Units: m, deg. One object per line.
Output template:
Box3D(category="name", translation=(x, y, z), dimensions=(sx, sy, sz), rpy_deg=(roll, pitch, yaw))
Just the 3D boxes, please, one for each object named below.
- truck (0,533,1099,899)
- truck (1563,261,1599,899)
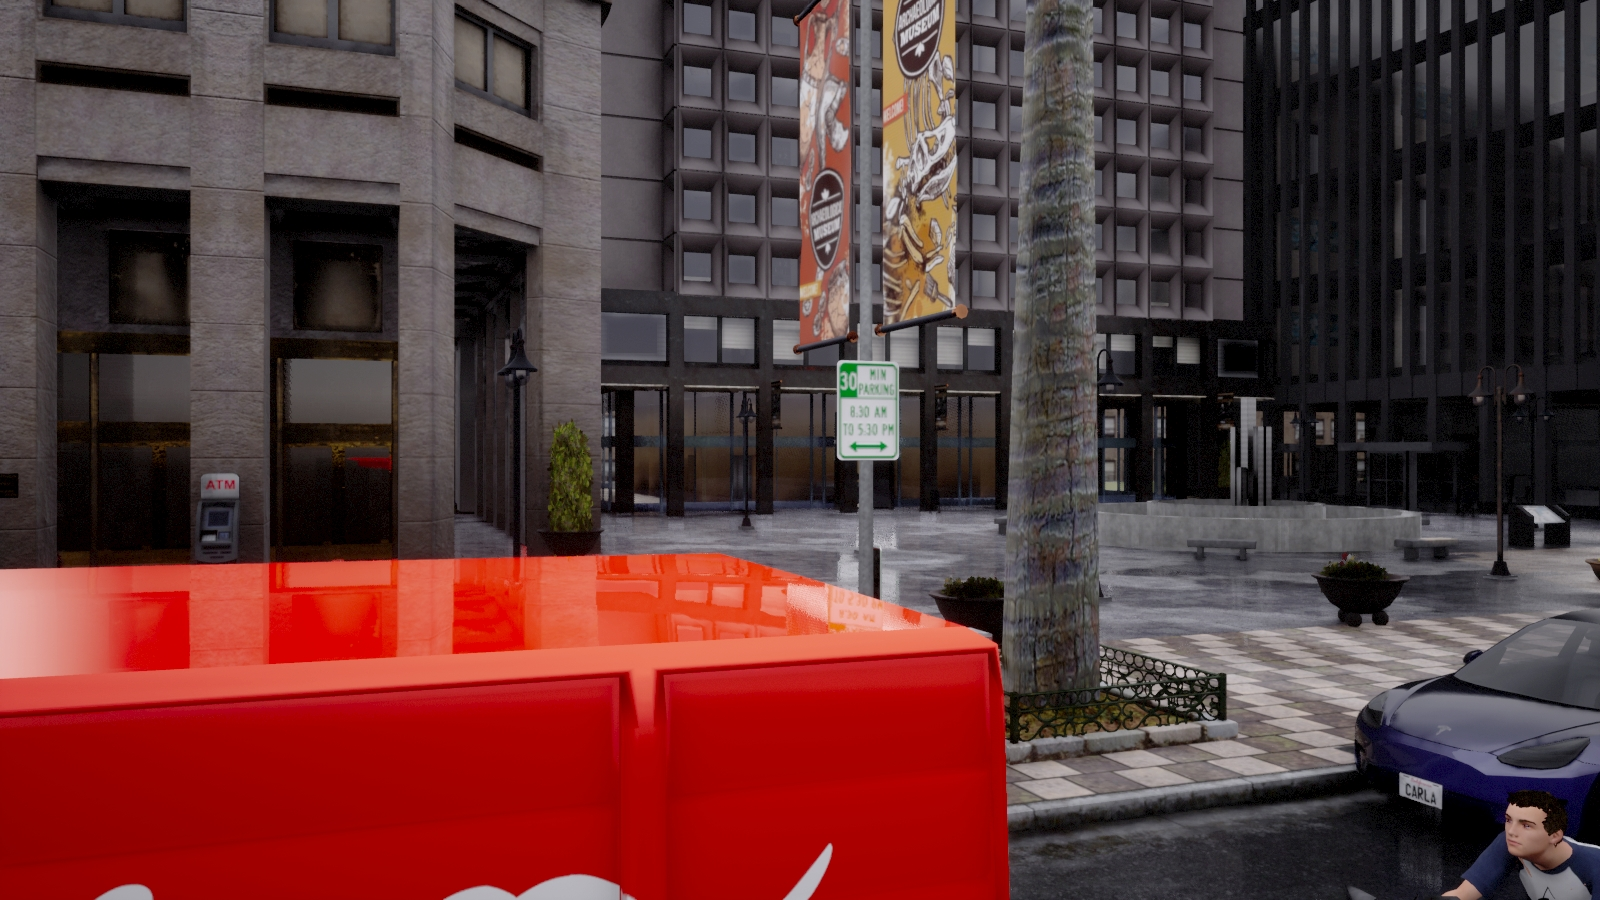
Box3D(category="truck", translation=(-2.337, 1.568, 2.464), dimensions=(5.204, 2.467, 2.627), rpy_deg=(0, 0, -20))
Box3D(category="truck", translation=(8.736, 0.895, 6.469), dimensions=(8.468, 3.827, 2.891), rpy_deg=(0, 0, -20))
